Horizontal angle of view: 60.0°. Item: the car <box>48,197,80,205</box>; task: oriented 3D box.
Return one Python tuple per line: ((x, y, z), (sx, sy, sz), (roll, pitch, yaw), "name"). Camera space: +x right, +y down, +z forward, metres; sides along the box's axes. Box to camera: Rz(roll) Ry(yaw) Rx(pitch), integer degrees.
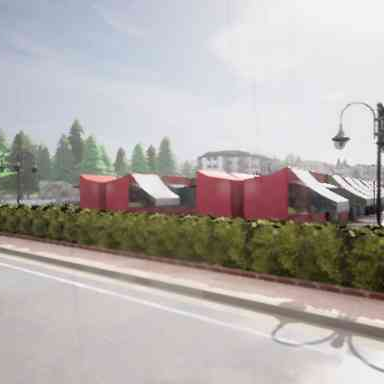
((-15.665, 1.402, 42.645), (2.033, 1.411, 5.357), (0, 0, 36), "car")
